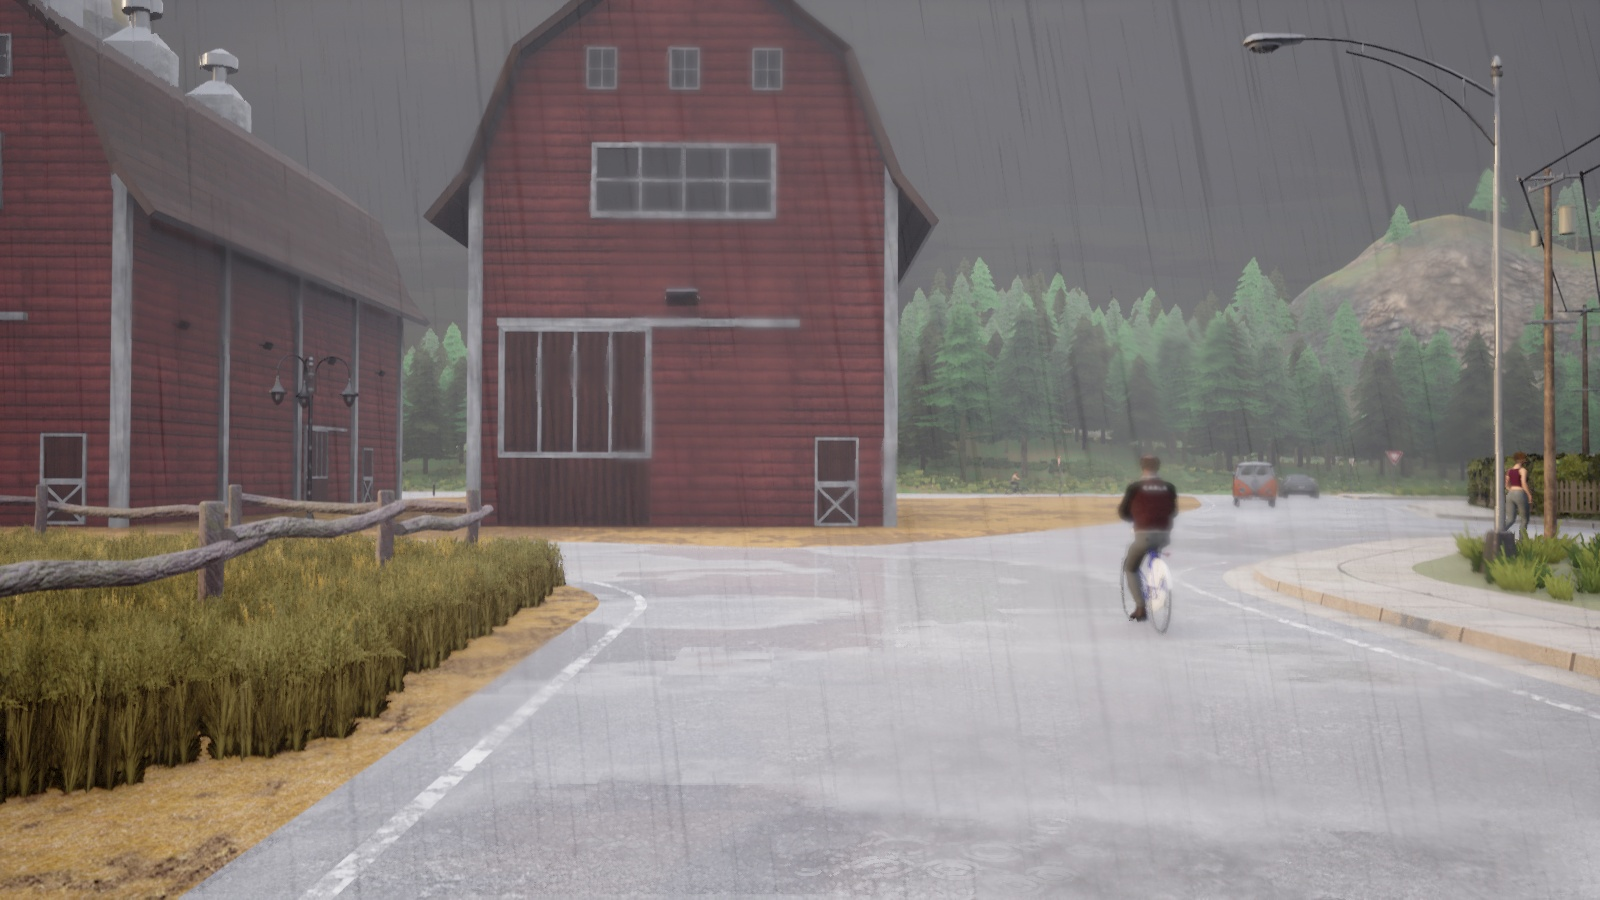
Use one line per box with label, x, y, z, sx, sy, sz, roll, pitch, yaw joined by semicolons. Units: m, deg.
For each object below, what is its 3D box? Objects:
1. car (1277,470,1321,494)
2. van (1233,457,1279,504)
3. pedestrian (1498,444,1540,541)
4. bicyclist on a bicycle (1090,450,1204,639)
car;29.135;1.862;73.449;1.994;1.385;4.181;-1;-1;16
van;20.091;1.333;55.484;1.775;1.987;4.442;-1;-1;19
pedestrian;13.635;0.801;23.807;0.594;1.836;0.345;0;-1;-14
bicyclist on a bicycle;3.494;0.904;12.785;0.659;1.776;1.843;0;-1;1
